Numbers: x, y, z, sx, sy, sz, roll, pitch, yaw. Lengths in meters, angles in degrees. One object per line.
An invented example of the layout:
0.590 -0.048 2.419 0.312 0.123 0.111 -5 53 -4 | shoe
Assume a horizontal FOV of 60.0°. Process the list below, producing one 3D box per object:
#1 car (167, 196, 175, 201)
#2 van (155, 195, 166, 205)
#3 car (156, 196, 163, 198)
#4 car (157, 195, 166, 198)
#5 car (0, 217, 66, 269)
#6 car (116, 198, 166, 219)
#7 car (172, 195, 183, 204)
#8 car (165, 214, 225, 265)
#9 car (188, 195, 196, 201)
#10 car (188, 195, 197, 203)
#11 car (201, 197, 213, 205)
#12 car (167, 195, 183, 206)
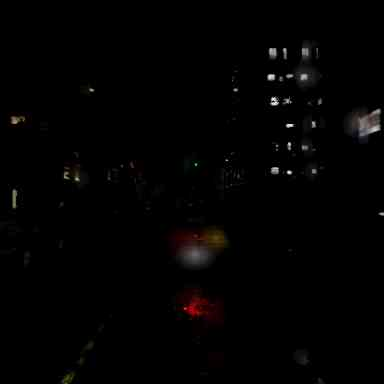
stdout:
-5.673 1.762 88.907 1.802 1.307 4.206 1 0 0 | car
-5.670 1.464 60.474 1.690 1.788 3.998 1 0 0 | van
-5.751 1.645 49.104 1.887 1.381 4.507 1 0 0 | car
-5.674 1.656 54.786 1.887 1.381 4.507 1 0 0 | car
-5.676 1.575 11.149 2.008 1.369 4.403 1 0 0 | car
-4.820 1.539 29.624 5.008 1.535 1.882 0 -1 43 | car
-2.998 1.498 70.856 2.097 1.767 4.553 0 0 0 | car
0.101 1.530 11.795 1.837 1.490 4.892 0 0 0 | car
0.003 1.487 87.201 1.882 1.535 5.008 0 0 0 | car
0.003 1.624 76.775 1.882 1.535 5.008 0 0 0 | car
2.708 1.562 60.534 1.967 1.590 4.097 1 0 0 | car
-3.057 1.464 55.734 2.097 1.767 4.553 0 0 0 | car
